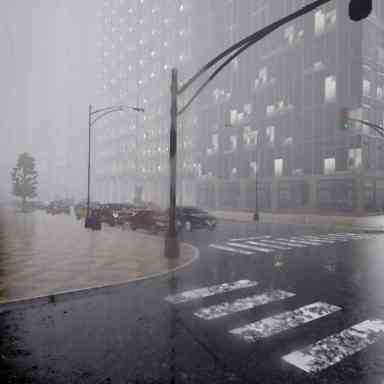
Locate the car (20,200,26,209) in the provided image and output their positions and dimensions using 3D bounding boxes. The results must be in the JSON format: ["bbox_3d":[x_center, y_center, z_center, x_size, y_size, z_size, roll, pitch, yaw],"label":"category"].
[{"bbox_3d":[-25.054,2.029,51.979,1.947,1.339,4.313,1,-1,-35],"label":"car"}]

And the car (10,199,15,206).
[{"bbox_3d":[-31.574,2.123,61.289,2.008,1.369,4.403,1,-1,-35],"label":"car"}]

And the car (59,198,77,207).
[{"bbox_3d":[-24.709,2.036,66.098,2.192,1.841,5.009,1,-1,-35],"label":"car"}]

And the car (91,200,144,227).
[{"bbox_3d":[-5.493,1.575,24.048,1.967,1.590,4.097,1,-1,-35],"label":"car"}]

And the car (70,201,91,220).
[{"bbox_3d":[-8.655,1.713,28.563,1.752,1.417,4.829,1,-1,-35],"label":"car"}]

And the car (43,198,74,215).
[{"bbox_3d":[-15.273,1.739,38.014,1.967,1.590,4.097,1,-1,-35],"label":"car"}]

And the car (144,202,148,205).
[{"bbox_3d":[-6.051,1.731,29.375,1.837,1.490,4.892,1,-1,-35],"label":"car"}]

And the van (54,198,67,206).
[{"bbox_3d":[-27.969,2.117,70.753,1.690,1.788,3.998,1,-1,-35],"label":"van"}]

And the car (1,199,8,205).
[{"bbox_3d":[-41.355,2.287,75.255,2.008,1.369,4.403,1,-1,-35],"label":"car"}]

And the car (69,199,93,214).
[{"bbox_3d":[-11.971,1.817,37.849,2.128,1.511,4.902,1,-1,-35],"label":"car"}]

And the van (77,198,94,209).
[{"bbox_3d":[-18.189,1.953,56.787,1.690,1.788,3.998,1,-1,-35],"label":"van"}]

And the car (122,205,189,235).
[{"bbox_3d":[-2.233,1.662,19.391,1.802,1.307,4.206,1,-1,-35],"label":"car"}]

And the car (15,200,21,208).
[{"bbox_3d":[-28.314,2.062,56.634,1.887,1.381,4.507,1,-1,-35],"label":"car"}]

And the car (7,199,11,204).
[{"bbox_3d":[-34.834,2.209,65.944,1.802,1.307,4.206,1,-1,-35],"label":"car"}]

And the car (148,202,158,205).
[{"bbox_3d":[-5.149,1.833,38.164,1.967,1.590,4.097,1,-1,-35],"label":"car"}]

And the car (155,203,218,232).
[{"bbox_3d":[-0.286,1.634,21.139,1.837,1.490,4.892,1,-1,-33],"label":"car"}]

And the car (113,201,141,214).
[{"bbox_3d":[-8.506,1.974,42.958,1.752,1.417,4.829,1,-1,-35],"label":"car"}]

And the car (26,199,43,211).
[{"bbox_3d":[-21.794,1.959,47.323,2.008,1.369,4.403,1,-1,-35],"label":"car"}]
